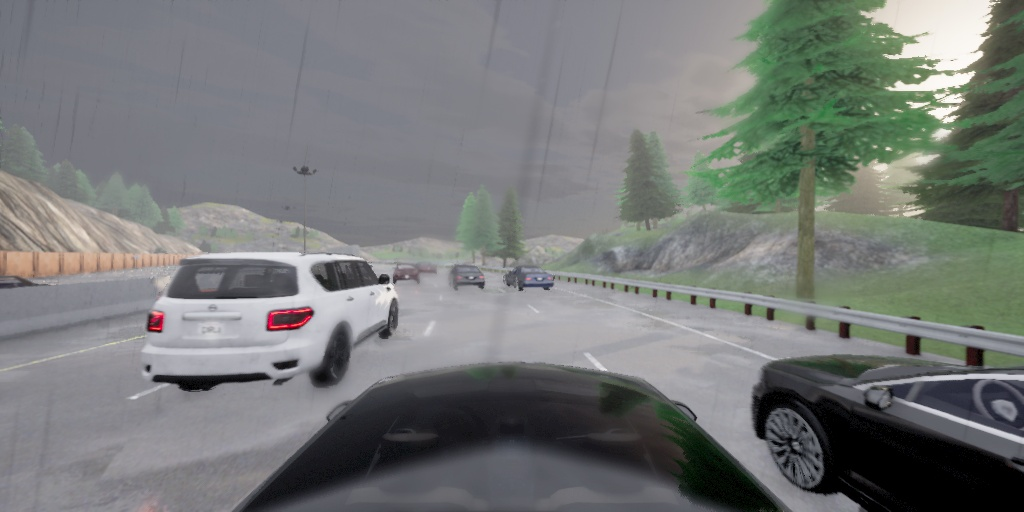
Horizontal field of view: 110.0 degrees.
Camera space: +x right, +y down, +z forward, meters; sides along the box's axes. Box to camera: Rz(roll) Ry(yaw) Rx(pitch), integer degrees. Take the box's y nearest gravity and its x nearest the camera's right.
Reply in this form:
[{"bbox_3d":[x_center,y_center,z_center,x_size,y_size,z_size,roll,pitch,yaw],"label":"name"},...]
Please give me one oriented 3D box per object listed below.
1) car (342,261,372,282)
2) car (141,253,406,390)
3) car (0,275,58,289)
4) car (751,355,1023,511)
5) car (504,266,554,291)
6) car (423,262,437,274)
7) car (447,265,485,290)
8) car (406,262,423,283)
[{"bbox_3d":[-12.839,1.232,29.982,2.128,1.511,4.902,0,0,-21],"label":"car"},{"bbox_3d":[-3.842,0.970,7.009,2.150,2.045,5.566,0,0,-4],"label":"car"},{"bbox_3d":[-18.728,1.357,12.243,1.895,1.301,4.718,0,0,-10],"label":"car"},{"bbox_3d":[3.335,1.239,1.627,2.128,1.511,4.902,0,0,-1],"label":"car"},{"bbox_3d":[0.886,1.283,21.660,2.033,1.411,5.357,0,0,-14],"label":"car"},{"bbox_3d":[-9.813,1.296,39.978,1.994,1.385,4.181,0,0,-28],"label":"car"},{"bbox_3d":[-2.964,1.286,22.622,2.033,1.411,5.357,0,0,-15],"label":"car"},{"bbox_3d":[-8.053,1.265,27.117,1.812,1.442,4.674,0,0,-19],"label":"car"}]
